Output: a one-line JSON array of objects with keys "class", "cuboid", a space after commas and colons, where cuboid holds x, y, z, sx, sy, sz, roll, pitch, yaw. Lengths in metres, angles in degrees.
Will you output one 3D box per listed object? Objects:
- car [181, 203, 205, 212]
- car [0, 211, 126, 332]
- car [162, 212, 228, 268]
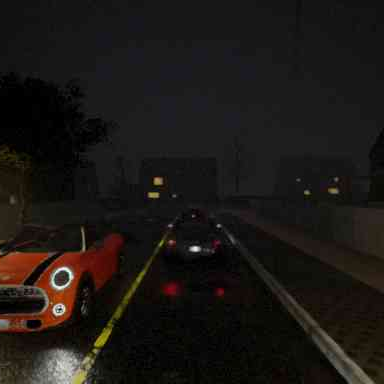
[{"class": "car", "cuboid": [0.090, 1.603, 26.951, 1.812, 1.442, 4.674, 0, 0, 0]}, {"class": "car", "cuboid": [-2.850, 1.366, 7.150, 2.097, 1.767, 4.553, 0, 0, 0]}, {"class": "car", "cuboid": [0.093, 1.590, 11.445, 1.994, 1.385, 4.181, 0, 0, 0]}]
